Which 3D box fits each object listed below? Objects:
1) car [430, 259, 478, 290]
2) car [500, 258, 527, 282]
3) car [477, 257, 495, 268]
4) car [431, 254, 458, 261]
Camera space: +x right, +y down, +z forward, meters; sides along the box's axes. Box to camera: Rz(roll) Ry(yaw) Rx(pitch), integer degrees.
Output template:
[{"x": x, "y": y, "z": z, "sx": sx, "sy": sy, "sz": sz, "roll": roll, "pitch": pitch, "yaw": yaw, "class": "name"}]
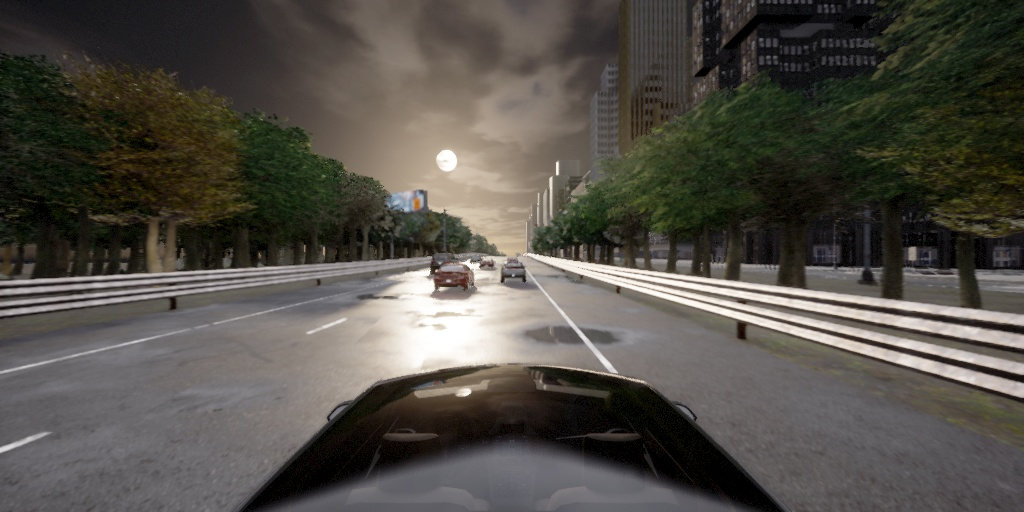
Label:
[{"x": -3.398, "y": 1.167, "z": 21.689, "sx": 1.882, "sy": 1.535, "sz": 5.008, "roll": 0, "pitch": 0, "yaw": 0, "class": "car"}, {"x": 0.103, "y": 1.132, "z": 27.738, "sx": 2.128, "sy": 1.511, "sz": 4.902, "roll": 0, "pitch": 1, "yaw": 0, "class": "car"}, {"x": -3.394, "y": 0.944, "z": 50.159, "sx": 1.895, "sy": 1.301, "sz": 4.718, "roll": 0, "pitch": 1, "yaw": 0, "class": "car"}, {"x": -6.895, "y": 0.758, "z": 36.953, "sx": 2.150, "sy": 2.045, "sz": 5.566, "roll": 0, "pitch": 1, "yaw": 0, "class": "car"}]
